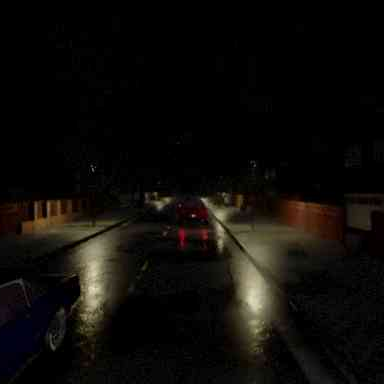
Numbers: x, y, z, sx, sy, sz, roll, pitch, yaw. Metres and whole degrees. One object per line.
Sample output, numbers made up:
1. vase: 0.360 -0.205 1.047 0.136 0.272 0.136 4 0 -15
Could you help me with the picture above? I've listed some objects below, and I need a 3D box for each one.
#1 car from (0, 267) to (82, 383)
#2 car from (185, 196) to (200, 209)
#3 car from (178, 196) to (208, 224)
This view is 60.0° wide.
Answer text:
1. car: -2.753 1.578 3.267 1.895 1.301 4.718 0 0 0
2. car: 0.067 1.226 40.564 1.812 1.442 4.674 0 0 0
3. car: 0.082 1.313 23.151 1.882 1.535 5.008 0 0 0
